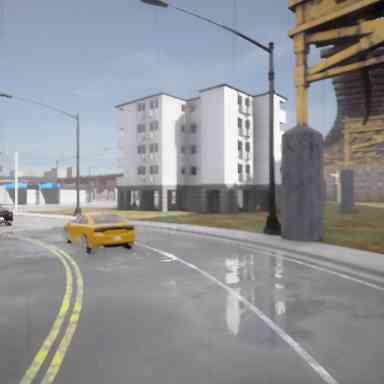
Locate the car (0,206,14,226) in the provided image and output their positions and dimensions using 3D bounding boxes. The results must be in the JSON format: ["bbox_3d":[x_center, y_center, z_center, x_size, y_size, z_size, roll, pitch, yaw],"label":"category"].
[{"bbox_3d":[-15.410,1.761,25.368,5.008,1.535,1.882,0,0,40],"label":"car"}]

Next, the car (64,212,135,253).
[{"bbox_3d":[-4.218,1.627,14.708,1.882,1.535,5.008,0,0,-34],"label":"car"}]
